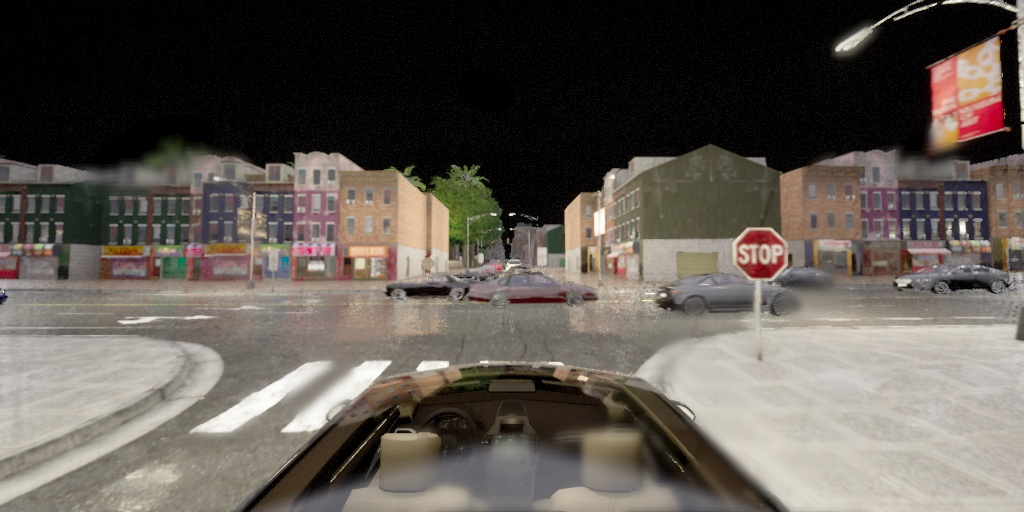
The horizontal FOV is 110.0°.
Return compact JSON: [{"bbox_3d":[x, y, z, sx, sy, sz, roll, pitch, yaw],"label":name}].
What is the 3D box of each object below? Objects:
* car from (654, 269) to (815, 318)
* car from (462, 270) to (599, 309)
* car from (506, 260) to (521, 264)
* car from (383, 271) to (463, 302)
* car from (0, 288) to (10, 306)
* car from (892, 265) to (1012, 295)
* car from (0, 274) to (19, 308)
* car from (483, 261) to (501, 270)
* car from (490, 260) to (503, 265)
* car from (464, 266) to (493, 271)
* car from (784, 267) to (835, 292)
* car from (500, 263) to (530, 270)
[{"bbox_3d":[6.977,1.232,11.852,4.181,1.385,1.994,-1,-2,-1],"label":"car"},{"bbox_3d":[0.810,1.401,15.034,5.357,1.411,2.033,-1,-2,-1],"label":"car"},{"bbox_3d":[0.327,1.562,49.306,2.150,2.045,5.566,0,-1,0],"label":"car"},{"bbox_3d":[-4.029,1.593,18.400,4.718,1.301,1.895,-1,-1,-1],"label":"car"},{"bbox_3d":[-20.002,1.428,11.570,4.718,1.301,1.895,0,-2,-1],"label":"car"},{"bbox_3d":[22.796,1.204,18.715,4.902,1.511,2.128,-1,-2,-1],"label":"car"},{"bbox_3d":[-23.976,1.454,14.779,4.674,1.442,1.812,0,-2,-1],"label":"car"},{"bbox_3d":[-2.590,1.710,40.466,1.882,1.535,5.008,0,0,0],"label":"car"},{"bbox_3d":[-2.574,1.617,53.742,2.150,2.045,5.566,0,-1,0],"label":"car"},{"bbox_3d":[-3.211,1.692,28.768,1.895,1.301,4.718,0,-1,10],"label":"car"},{"bbox_3d":[16.969,1.425,21.886,4.674,1.442,1.812,-1,-2,-1],"label":"car"},{"bbox_3d":[0.524,1.598,28.763,1.837,1.490,4.892,-2,0,-10],"label":"car"}]
